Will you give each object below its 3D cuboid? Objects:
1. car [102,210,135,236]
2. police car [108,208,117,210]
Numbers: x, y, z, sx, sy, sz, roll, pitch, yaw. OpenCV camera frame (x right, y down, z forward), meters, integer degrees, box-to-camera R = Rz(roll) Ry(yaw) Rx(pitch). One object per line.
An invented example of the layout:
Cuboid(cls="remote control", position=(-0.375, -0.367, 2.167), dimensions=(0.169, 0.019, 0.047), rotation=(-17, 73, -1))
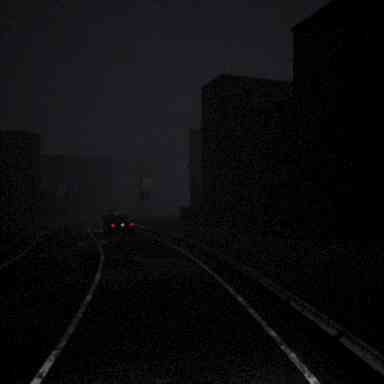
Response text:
Cuboid(cls="car", position=(-5.392, 2.296, 24.195), dimensions=(2.033, 1.411, 5.357), rotation=(-1, -1, -20))
Cuboid(cls="police car", position=(-9.884, 2.831, 41.444), dimensions=(2.038, 1.542, 4.974), rotation=(0, -2, -8))
